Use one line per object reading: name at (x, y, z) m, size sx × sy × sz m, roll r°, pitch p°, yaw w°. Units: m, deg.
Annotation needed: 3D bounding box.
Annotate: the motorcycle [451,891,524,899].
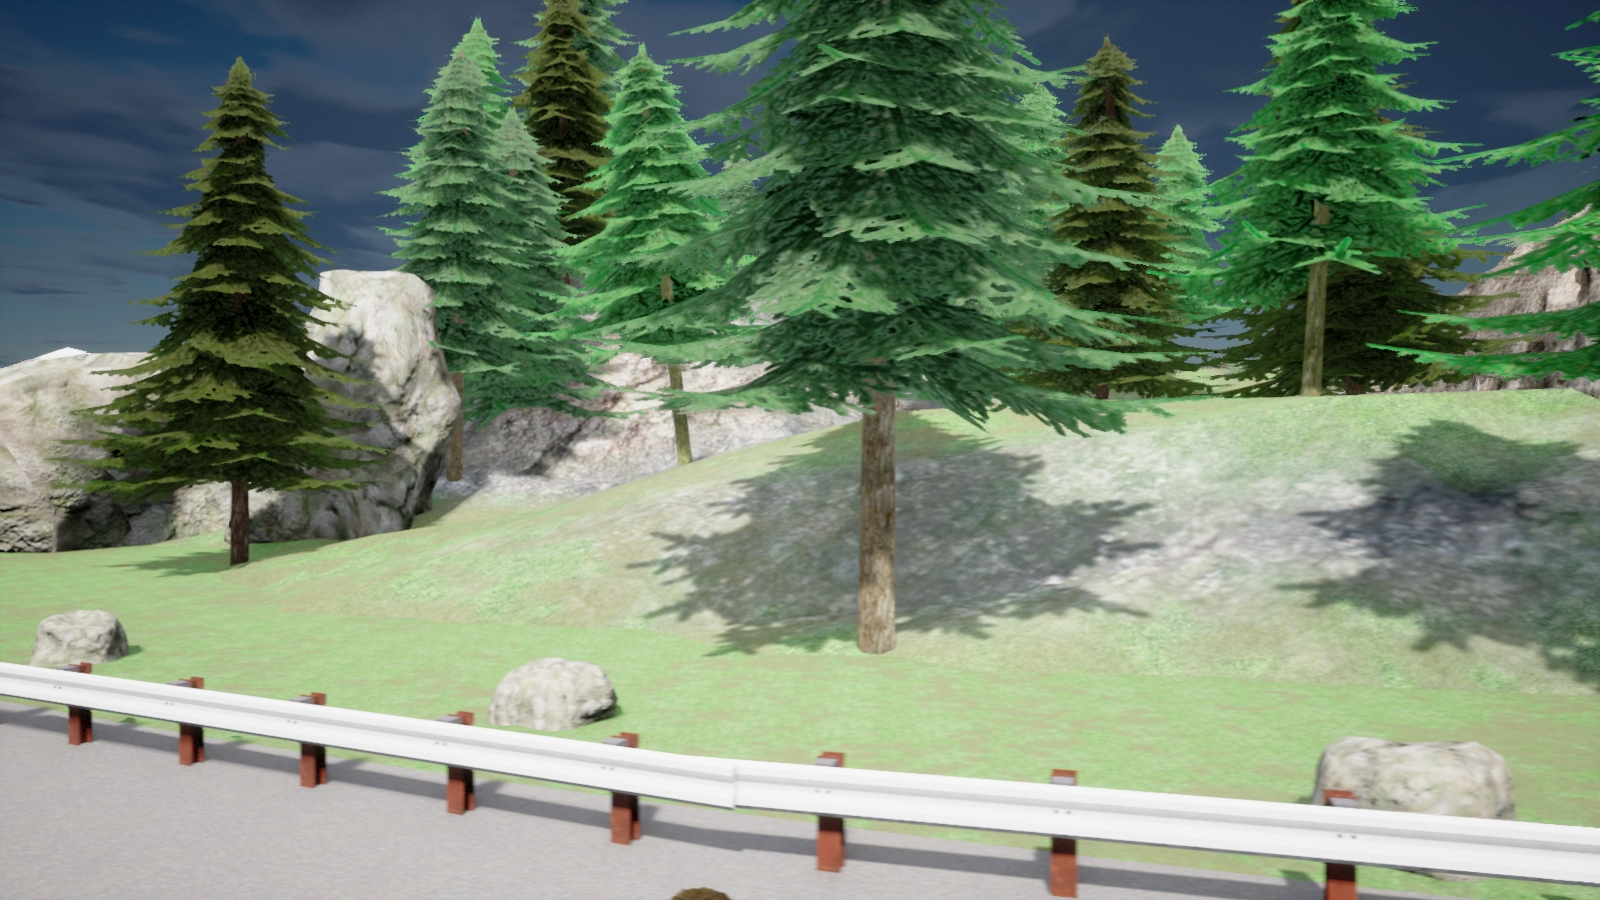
motorcycle at (-0.379, 2.180, 3.347) m, size 2.033 × 1.217 × 0.803 m, roll 0°, pitch 0°, yaw 21°
